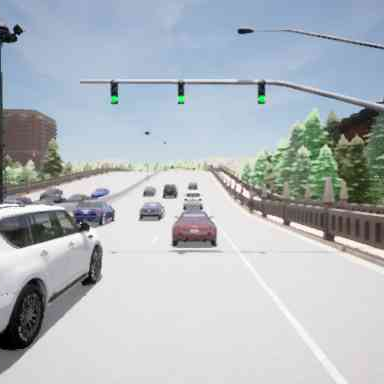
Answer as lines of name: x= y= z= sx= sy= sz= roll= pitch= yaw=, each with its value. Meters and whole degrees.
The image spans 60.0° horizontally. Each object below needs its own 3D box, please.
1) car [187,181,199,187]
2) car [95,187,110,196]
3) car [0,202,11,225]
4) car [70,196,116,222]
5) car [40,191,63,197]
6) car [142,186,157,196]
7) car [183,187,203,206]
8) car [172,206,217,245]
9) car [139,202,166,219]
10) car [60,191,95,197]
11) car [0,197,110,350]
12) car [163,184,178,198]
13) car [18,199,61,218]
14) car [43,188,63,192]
car: x=0.149 y=-1.222 z=61.829 sx=2.128 sy=1.511 sz=4.902 roll=0 pitch=7 yaw=0
car: x=-13.913 y=0.106 z=50.891 sx=1.882 sy=1.535 sz=5.008 roll=0 pitch=6 yaw=0
car: x=-14.065 y=1.490 z=21.585 sx=1.882 sy=1.535 sz=5.008 roll=0 pitch=0 yaw=0
car: x=-6.897 y=1.363 z=23.724 sx=2.097 sy=1.767 sz=4.553 roll=0 pitch=0 yaw=0
car: x=-17.465 y=1.047 z=41.712 sx=1.895 sy=1.301 sz=4.718 roll=0 pitch=4 yaw=0
car: x=-6.893 y=-0.212 z=54.237 sx=2.033 sy=1.411 sz=5.357 roll=0 pitch=7 yaw=0
car: x=0.126 y=0.835 z=39.057 sx=2.150 sy=2.045 sz=5.566 roll=0 pitch=3 yaw=0
car: x=0.103 y=1.576 z=15.742 sx=1.994 sy=1.385 sz=4.181 roll=0 pitch=0 yaw=0
car: x=-3.397 y=1.537 z=28.932 sx=2.033 sy=1.411 sz=5.357 roll=0 pitch=1 yaw=0
car: x=-13.970 y=0.987 z=40.763 sx=1.882 sy=1.535 sz=5.008 roll=0 pitch=4 yaw=0
car: x=-3.399 y=1.227 z=6.370 sx=2.150 sy=2.045 sz=5.566 roll=0 pitch=0 yaw=0
car: x=-3.392 y=-0.333 z=52.478 sx=2.150 sy=2.045 sz=5.566 roll=0 pitch=7 yaw=1
car: x=-14.020 y=1.475 z=30.893 sx=1.812 sy=1.442 sz=4.674 roll=0 pitch=1 yaw=0
car: x=-20.920 y=0.233 z=49.743 sx=1.882 sy=1.535 sz=5.008 roll=0 pitch=6 yaw=0
